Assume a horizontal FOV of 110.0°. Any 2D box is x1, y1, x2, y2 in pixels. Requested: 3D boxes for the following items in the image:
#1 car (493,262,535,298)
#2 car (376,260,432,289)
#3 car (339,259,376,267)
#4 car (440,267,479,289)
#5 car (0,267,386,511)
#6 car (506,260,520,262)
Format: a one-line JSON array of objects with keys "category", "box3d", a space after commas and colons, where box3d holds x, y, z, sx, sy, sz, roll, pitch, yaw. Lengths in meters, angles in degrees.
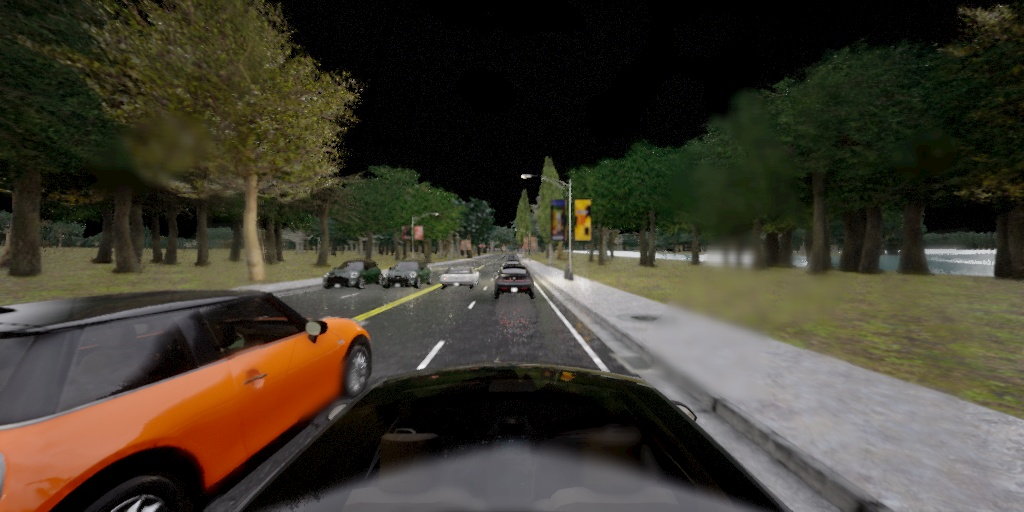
[{"category": "car", "box3d": [0.105, 1.232, 18.131, 1.837, 1.490, 4.892, 0, 0, 0]}, {"category": "car", "box3d": [-6.502, 1.063, 22.607, 2.097, 1.767, 4.553, 0, 0, 0]}, {"category": "car", "box3d": [-9.755, 1.065, 22.285, 2.097, 1.767, 4.553, 0, 0, 0]}, {"category": "car", "box3d": [-3.143, 1.314, 22.503, 1.895, 1.301, 4.718, 0, 0, 0]}, {"category": "car", "box3d": [-3.148, 1.102, 3.562, 2.097, 1.767, 4.553, 0, 0, 0]}, {"category": "car", "box3d": [0.110, 1.150, 36.298, 1.837, 1.490, 4.892, 0, 0, 0]}]
